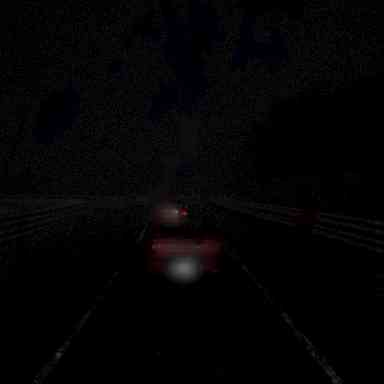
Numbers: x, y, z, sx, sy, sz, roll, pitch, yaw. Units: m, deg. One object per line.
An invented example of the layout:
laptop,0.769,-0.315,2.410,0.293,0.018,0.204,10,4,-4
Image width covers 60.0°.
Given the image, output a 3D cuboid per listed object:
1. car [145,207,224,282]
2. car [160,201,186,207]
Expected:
car,-0.250,1.408,9.536,2.128,1.511,4.902,0,1,-2
car,-1.304,1.342,23.523,2.033,1.411,5.357,0,1,-5
